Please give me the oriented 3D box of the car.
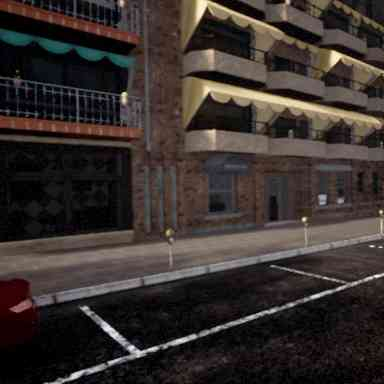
[{"bbox_3d":[-3.990,1.619,3.668,4.206,1.307,1.802,-1,0,-36],"label":"car"}]
